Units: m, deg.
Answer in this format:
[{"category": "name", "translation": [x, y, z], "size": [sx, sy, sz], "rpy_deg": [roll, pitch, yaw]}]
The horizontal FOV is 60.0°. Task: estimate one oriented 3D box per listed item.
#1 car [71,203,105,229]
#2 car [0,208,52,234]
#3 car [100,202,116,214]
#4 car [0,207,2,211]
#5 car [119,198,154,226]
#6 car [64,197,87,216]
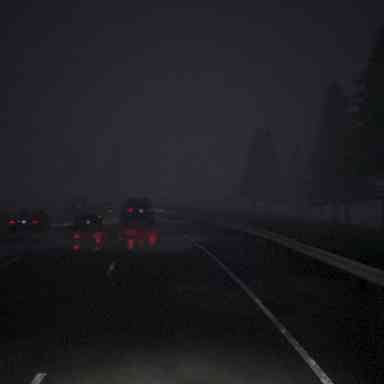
[{"category": "car", "translation": [-7.362, 1.783, 23.656], "size": [1.812, 1.442, 4.674], "rpy_deg": [0, 0, -17]}, {"category": "car", "translation": [-10.247, 1.786, 21.300], "size": [2.033, 1.411, 5.357], "rpy_deg": [0, -1, -16]}, {"category": "car", "translation": [-10.571, 1.942, 40.496], "size": [1.837, 1.490, 4.892], "rpy_deg": [0, 0, -27]}, {"category": "car", "translation": [-15.079, 1.632, 24.639], "size": [2.097, 1.767, 4.553], "rpy_deg": [0, -1, -19]}, {"category": "car", "translation": [-4.455, 1.498, 26.249], "size": [2.150, 2.045, 5.566], "rpy_deg": [0, -1, -18]}, {"category": "car", "translation": [-13.492, 1.646, 38.668], "size": [2.150, 2.045, 5.566], "rpy_deg": [0, 0, -27]}]
